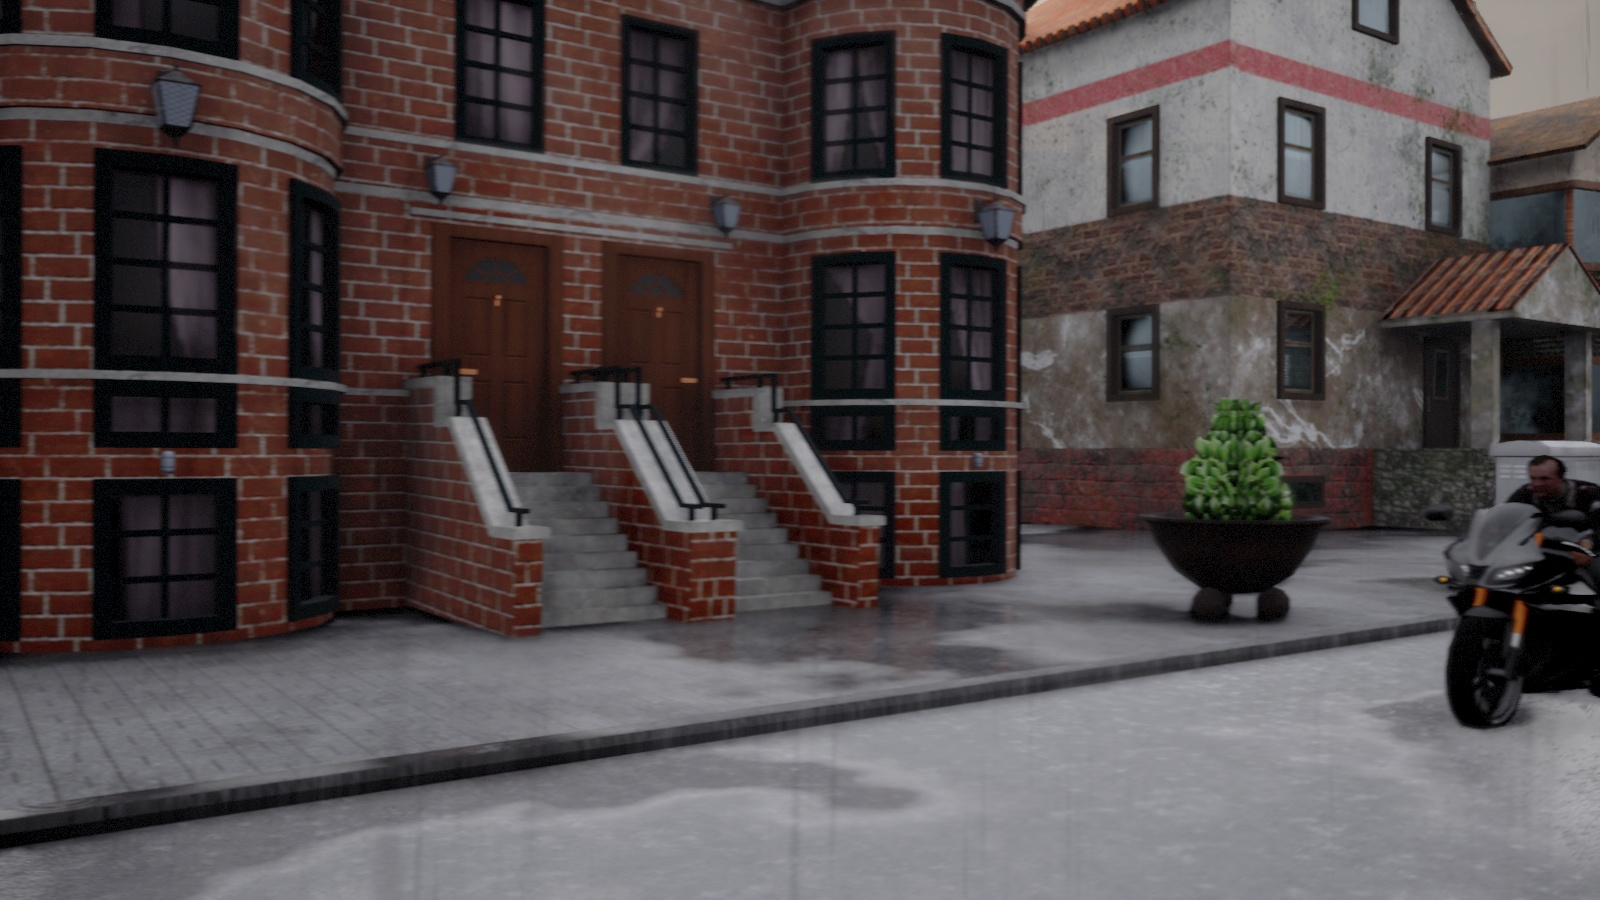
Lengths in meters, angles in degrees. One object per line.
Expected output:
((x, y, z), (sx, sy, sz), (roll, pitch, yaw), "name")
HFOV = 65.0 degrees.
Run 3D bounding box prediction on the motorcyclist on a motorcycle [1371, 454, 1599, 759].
((4.340, 0.789, 7.294), (2.191, 1.530, 0.866), (0, 0, -35), "motorcyclist on a motorcycle")
